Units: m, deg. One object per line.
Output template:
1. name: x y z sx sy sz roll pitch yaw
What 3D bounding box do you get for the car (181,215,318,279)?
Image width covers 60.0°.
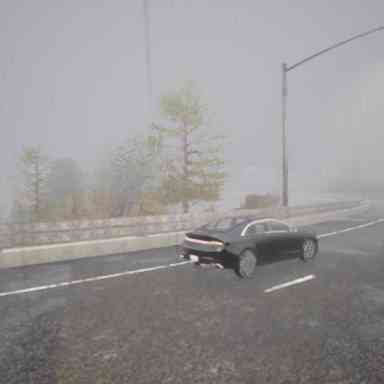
1. car: 1.910 1.448 10.004 4.902 1.511 2.128 -1 0 -40
